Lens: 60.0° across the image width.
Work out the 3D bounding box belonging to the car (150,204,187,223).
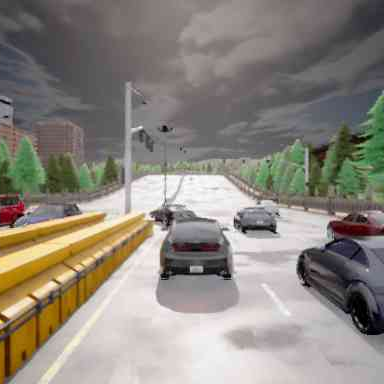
[{"bbox_3d":[-1.433,1.547,23.160,2.033,1.411,5.357,0,0,-22],"label":"car"}]

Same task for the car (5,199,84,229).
[{"bbox_3d":[-6.997,1.358,16.757,2.097,1.767,4.553,0,0,0],"label":"car"}]

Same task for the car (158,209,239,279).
[{"bbox_3d":[0.101,1.506,10.026,1.837,1.490,4.892,0,0,0],"label":"car"}]

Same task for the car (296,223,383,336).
[{"bbox_3d":[3.601,1.563,6.683,1.994,1.385,4.181,0,0,0],"label":"car"}]

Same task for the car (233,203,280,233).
[{"bbox_3d":[3.604,1.565,19.600,1.994,1.385,4.181,0,0,0],"label":"car"}]

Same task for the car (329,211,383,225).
[{"bbox_3d":[7.105,1.478,13.210,1.882,1.535,5.008,0,0,0],"label":"car"}]

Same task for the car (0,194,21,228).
[{"bbox_3d":[-10.497,1.133,16.697,2.150,2.045,5.566,0,0,0],"label":"car"}]

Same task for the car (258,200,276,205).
[{"bbox_3d":[7.096,1.526,32.095,1.812,1.442,4.674,0,0,0],"label":"car"}]
